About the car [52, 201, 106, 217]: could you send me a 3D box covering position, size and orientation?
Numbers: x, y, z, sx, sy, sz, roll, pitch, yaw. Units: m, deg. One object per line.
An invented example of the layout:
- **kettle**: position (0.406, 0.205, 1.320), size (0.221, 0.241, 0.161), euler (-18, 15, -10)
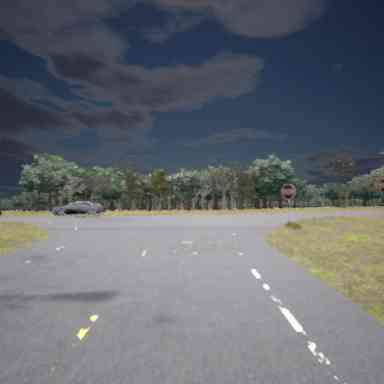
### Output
- **car**: position (-10.661, 1.630, 31.566), size (4.902, 1.511, 2.128), euler (-1, -3, 0)
